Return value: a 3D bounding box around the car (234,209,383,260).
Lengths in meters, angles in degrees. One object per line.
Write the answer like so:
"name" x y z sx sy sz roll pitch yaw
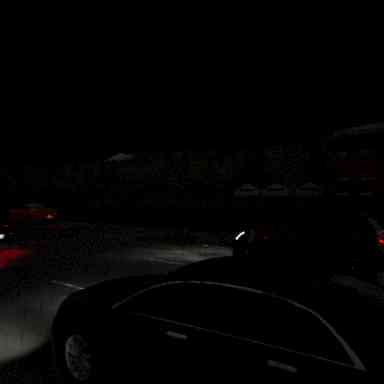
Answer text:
"car" 3.515 1.370 10.083 4.553 1.767 2.097 -1 0 36

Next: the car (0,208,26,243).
"car" -9.988 1.617 15.416 4.892 1.490 1.837 0 0 36

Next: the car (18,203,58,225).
"car" -12.432 1.640 25.757 5.008 1.535 1.882 0 0 36

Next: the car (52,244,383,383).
"car" 0.407 1.518 3.703 4.892 1.490 1.837 0 0 36
